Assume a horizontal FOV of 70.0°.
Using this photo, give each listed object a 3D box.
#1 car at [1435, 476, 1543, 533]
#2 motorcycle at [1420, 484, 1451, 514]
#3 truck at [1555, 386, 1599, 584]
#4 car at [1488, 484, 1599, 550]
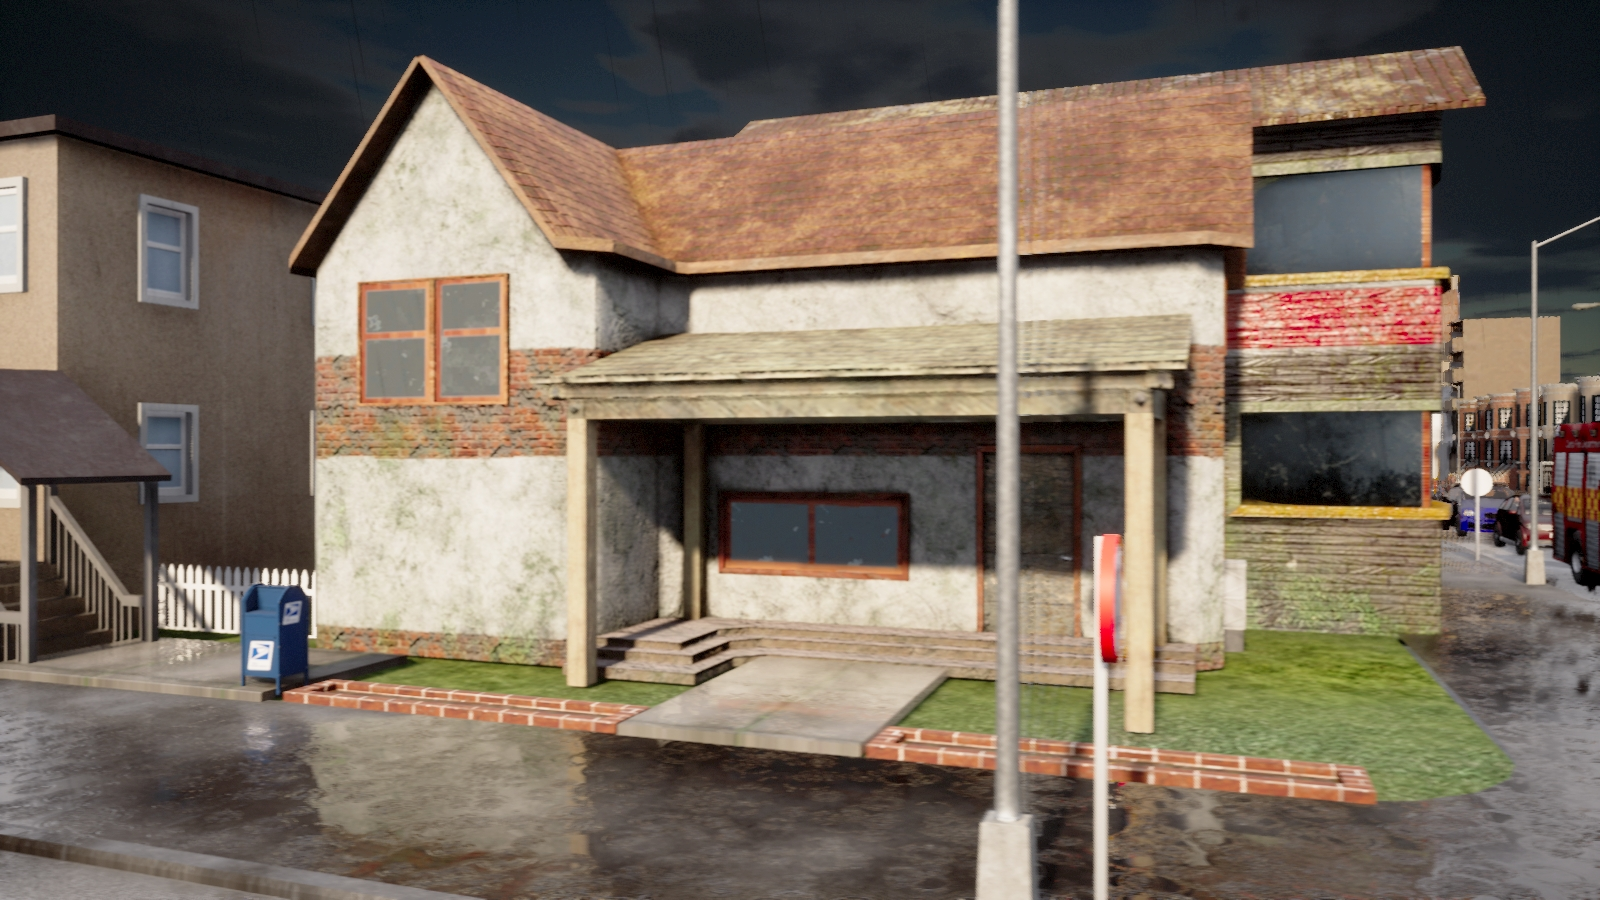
[{"bbox_3d":[22.855,1.748,38.125,2.242,1.667,4.611,0,0,20],"label":"car"},{"bbox_3d":[25.995,1.993,46.735,0.803,1.145,2.033,0,0,20],"label":"motorcycle"},{"bbox_3d":[16.466,0.671,20.583,2.891,3.827,8.468,0,0,20],"label":"truck"},{"bbox_3d":[20.449,1.798,31.542,1.789,1.549,3.705,0,0,20],"label":"car"}]
